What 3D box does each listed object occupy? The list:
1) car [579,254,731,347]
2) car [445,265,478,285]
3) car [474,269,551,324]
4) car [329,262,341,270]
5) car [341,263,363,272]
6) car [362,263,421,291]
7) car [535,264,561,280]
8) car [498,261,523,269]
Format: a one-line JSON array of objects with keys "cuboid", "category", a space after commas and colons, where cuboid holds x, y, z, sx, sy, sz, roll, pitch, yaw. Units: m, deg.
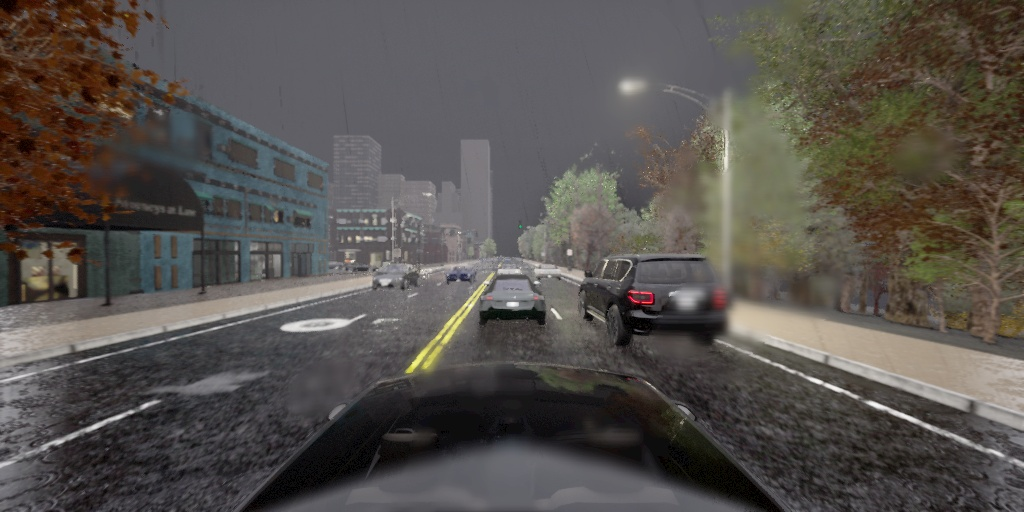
[{"cuboid": [3.278, 0.969, 9.469, 2.150, 2.045, 5.566, 0, 0, -1], "category": "car"}, {"cuboid": [-3.646, 1.351, 26.401, 1.895, 1.301, 4.718, 0, 0, -1], "category": "car"}, {"cuboid": [-0.006, 1.313, 11.978, 1.994, 1.385, 4.181, 0, 0, -1], "category": "car"}, {"cuboid": [-29.032, 1.573, 57.642, 4.403, 1.370, 2.007, 0, 0, -1], "category": "car"}, {"cuboid": [-20.579, 1.573, 49.250, 4.313, 1.339, 1.948, 0, 0, -1], "category": "car"}, {"cuboid": [-6.833, 1.244, 21.638, 2.128, 1.511, 4.902, 0, 0, -1], "category": "car"}, {"cuboid": [2.985, 1.347, 30.818, 1.895, 1.301, 4.718, 0, 0, -1], "category": "car"}, {"cuboid": [-0.265, 1.349, 30.834, 1.895, 1.301, 4.718, 0, 0, -1], "category": "car"}]
